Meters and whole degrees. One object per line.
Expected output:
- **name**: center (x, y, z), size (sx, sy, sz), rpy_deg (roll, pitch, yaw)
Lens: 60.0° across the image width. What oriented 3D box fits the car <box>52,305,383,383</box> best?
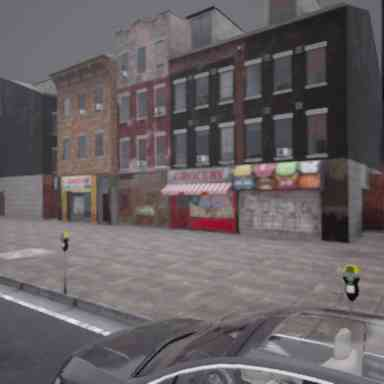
- **car**: center (0.764, 1.552, 2.272), size (4.403, 1.369, 2.008), rpy_deg (0, -1, 35)
